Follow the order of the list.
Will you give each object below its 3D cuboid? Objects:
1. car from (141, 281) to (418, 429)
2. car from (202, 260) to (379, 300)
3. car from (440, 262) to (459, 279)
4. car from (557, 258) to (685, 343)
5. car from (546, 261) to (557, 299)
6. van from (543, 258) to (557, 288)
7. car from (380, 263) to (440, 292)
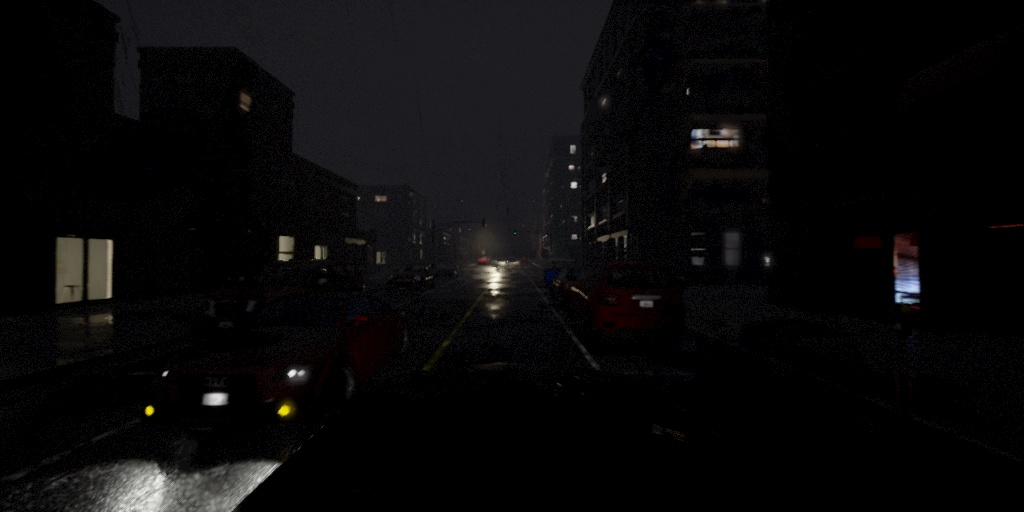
[{"bbox_3d":[-3.096,1.302,5.733,1.994,1.385,4.181,0,0,0],"label":"car"},{"bbox_3d":[-5.684,1.041,9.628,2.192,1.841,5.009,0,0,0],"label":"car"},{"bbox_3d":[-5.674,1.213,31.257,2.007,1.370,4.403,0,0,0],"label":"car"},{"bbox_3d":[2.697,1.041,9.617,2.192,1.841,5.009,0,0,0],"label":"car"},{"bbox_3d":[2.699,1.150,15.024,1.967,1.591,4.097,0,0,0],"label":"car"},{"bbox_3d":[2.702,1.035,20.431,1.690,1.789,3.998,0,0,0],"label":"van"},{"bbox_3d":[-5.679,1.134,20.443,1.967,1.591,4.097,0,0,0],"label":"car"}]
